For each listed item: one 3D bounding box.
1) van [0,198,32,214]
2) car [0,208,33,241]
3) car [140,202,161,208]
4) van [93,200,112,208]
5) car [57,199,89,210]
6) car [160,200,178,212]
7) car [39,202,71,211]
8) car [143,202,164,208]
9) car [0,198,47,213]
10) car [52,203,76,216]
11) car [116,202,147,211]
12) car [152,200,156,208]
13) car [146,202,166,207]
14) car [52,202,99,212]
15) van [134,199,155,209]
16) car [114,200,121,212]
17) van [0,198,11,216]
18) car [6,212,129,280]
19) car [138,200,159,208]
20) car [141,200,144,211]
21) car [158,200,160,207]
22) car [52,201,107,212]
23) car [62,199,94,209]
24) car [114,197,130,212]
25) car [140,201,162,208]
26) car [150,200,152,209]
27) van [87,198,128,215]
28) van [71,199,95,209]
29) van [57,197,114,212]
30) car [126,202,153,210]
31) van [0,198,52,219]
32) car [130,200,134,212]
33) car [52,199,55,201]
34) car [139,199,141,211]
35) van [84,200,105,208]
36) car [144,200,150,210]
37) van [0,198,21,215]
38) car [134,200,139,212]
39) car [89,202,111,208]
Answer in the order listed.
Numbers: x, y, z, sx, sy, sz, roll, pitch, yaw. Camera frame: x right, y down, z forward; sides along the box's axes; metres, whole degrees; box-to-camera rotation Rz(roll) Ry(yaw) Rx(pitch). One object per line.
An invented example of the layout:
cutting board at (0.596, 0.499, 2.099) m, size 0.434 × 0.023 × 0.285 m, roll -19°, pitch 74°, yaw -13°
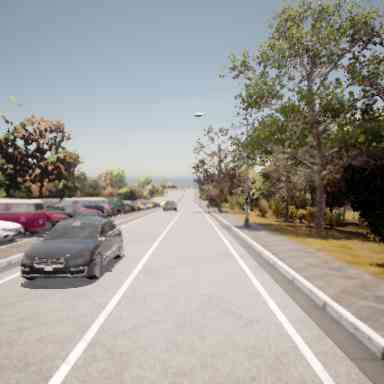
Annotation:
van at (-23.518, 1.804, 43.205) m, size 4.442 × 1.987 × 1.878 m, roll 0°, pitch -2°, yaw 0°
car at (-10.332, 1.641, 15.442) m, size 4.674 × 1.452 × 2.002 m, roll 0°, pitch -1°, yaw 0°
car at (-10.304, 3.122, 82.033) m, size 4.892 × 1.521 × 2.231 m, roll 0°, pitch -2°, yaw 0°
van at (-23.504, 3.076, 87.504) m, size 4.442 × 1.987 × 1.878 m, roll 0°, pitch -2°, yaw 0°
car at (-23.366, 2.399, 65.484) m, size 5.566 × 2.045 × 2.435 m, roll 0°, pitch -2°, yaw 0°
car at (-3.351, 2.117, 51.427) m, size 2.097 × 1.767 × 4.553 m, roll 0°, pitch -2°, yaw 0°
car at (-23.400, 2.455, 57.043) m, size 4.674 × 1.452 × 2.002 m, roll 0°, pitch -2°, yaw 0°
car at (-10.123, 3.299, 87.451) m, size 5.366 × 1.575 × 1.946 m, roll 0°, pitch -2°, yaw 0°
car at (-23.372, 1.855, 45.975) m, size 5.566 × 2.045 × 2.435 m, roll 0°, pitch -2°, yaw 0°
car at (-10.333, 1.666, 20.995) m, size 5.008 × 1.535 × 2.097 m, roll 0°, pitch -1°, yaw 0°
car at (-10.311, 2.418, 57.057) m, size 4.892 × 1.521 × 2.231 m, roll 0°, pitch -2°, yaw 0°
car at (-10.130, 2.569, 62.607) m, size 5.366 × 1.575 × 1.946 m, roll 0°, pitch -2°, yaw 0°
car at (-10.121, 3.504, 93.120) m, size 5.366 × 1.575 × 1.946 m, roll 0°, pitch -2°, yaw 0°
car at (-10.296, 1.761, 26.545) m, size 4.792 × 1.488 × 2.163 m, roll 0°, pitch -1°, yaw 0°
van at (-10.429, 2.655, 73.714) m, size 4.442 × 1.987 × 1.878 m, roll 0°, pitch -2°, yaw 0°
car at (-10.353, 1.859, 34.881) m, size 4.792 × 1.488 × 2.163 m, roll 0°, pitch -1°, yaw 0°
van at (-23.286, 1.649, 37.659) m, size 4.442 × 1.987 × 1.878 m, roll 0°, pitch -1°, yaw 0°
car at (-3.352, 1.566, 10.201) m, size 1.837 × 1.490 × 4.892 m, roll 0°, pitch -1°, yaw 0°
car at (-10.342, 2.912, 79.259) m, size 4.553 × 1.767 × 2.185 m, roll 0°, pitch -2°, yaw 0°
car at (-10.287, 2.137, 51.510) m, size 4.553 × 1.767 × 2.185 m, roll 0°, pitch -2°, yaw 0°
car at (-10.341, 2.988, 76.482) m, size 4.792 × 1.488 × 2.163 m, roll 0°, pitch -2°, yaw 0°
car at (-10.328, 1.804, 29.323) m, size 4.674 × 1.452 × 2.002 m, roll 0°, pitch -1°, yaw 0°
car at (-23.365, 2.476, 68.254) m, size 5.566 × 2.045 × 2.435 m, roll 0°, pitch -2°, yaw 0°
car at (-10.351, 1.625, 37.638) m, size 5.566 × 2.045 × 2.435 m, roll 0°, pitch -2°, yaw 0°
car at (-10.494, 3.208, 84.800) m, size 5.366 × 1.575 × 1.946 m, roll 0°, pitch -2°, yaw 0°
car at (-10.323, 2.496, 59.832) m, size 4.892 × 1.521 × 2.231 m, roll 0°, pitch -2°, yaw 0°
van at (-10.205, 1.728, 40.412) m, size 4.442 × 1.987 × 1.878 m, roll 0°, pitch -2°, yaw 0°
van at (-23.276, 2.578, 71.021) m, size 4.442 × 1.987 × 1.878 m, roll 0°, pitch -2°, yaw 0°
van at (-10.208, 1.571, 32.102) m, size 4.442 × 1.987 × 1.878 m, roll 0°, pitch -1°, yaw 0°
car at (-10.285, 2.679, 65.381) m, size 4.792 × 1.488 × 2.163 m, roll 0°, pitch -2°, yaw 0°
van at (-10.445, 1.408, 18.222) m, size 4.442 × 1.987 × 1.878 m, roll 0°, pitch -1°, yaw 0°
car at (-10.324, 2.071, 43.180) m, size 4.674 × 1.452 × 2.002 m, roll 0°, pitch -2°, yaw 0°
car at (-23.394, 2.187, 48.861) m, size 5.008 × 1.535 × 2.097 m, roll 0°, pitch -2°, yaw 0°
car at (-10.288, 2.060, 48.735) m, size 4.553 × 1.767 × 2.185 m, roll 0°, pitch -2°, yaw 0°
van at (-23.282, 2.813, 79.344) m, size 4.442 × 1.987 × 1.878 m, roll 0°, pitch -2°, yaw 0°
car at (-10.132, 2.337, 54.282) m, size 5.366 × 1.575 × 1.946 m, roll 0°, pitch -2°, yaw 0°
van at (-23.518, 1.730, 40.561) m, size 4.442 × 1.987 × 1.878 m, roll 0°, pitch -2°, yaw 0°
car at (-10.315, 2.108, 45.956) m, size 5.008 × 1.535 × 2.097 m, roll 0°, pitch -2°, yaw 0°
car at (-23.417, 3.236, 84.725) m, size 4.792 × 1.488 × 2.163 m, roll 0°, pitch -2°, yaw 0°
